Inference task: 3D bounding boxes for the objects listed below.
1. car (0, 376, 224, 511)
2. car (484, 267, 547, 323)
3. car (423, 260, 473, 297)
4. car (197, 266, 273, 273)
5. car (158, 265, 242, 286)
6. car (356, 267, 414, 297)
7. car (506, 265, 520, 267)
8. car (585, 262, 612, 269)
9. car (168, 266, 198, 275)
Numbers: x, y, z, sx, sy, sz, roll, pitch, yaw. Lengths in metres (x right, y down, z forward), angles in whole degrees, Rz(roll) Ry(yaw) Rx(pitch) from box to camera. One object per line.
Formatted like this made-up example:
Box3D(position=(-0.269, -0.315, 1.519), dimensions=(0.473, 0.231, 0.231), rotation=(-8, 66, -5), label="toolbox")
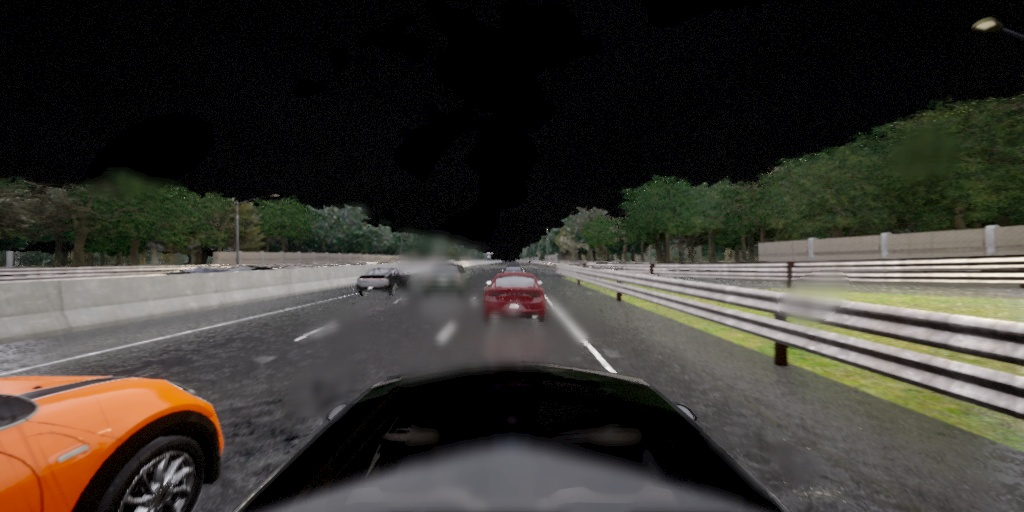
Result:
Box3D(position=(-3.399, 1.097, 1.025), dimensions=(2.097, 1.767, 4.553), rotation=(0, 0, 0), label="car")
Box3D(position=(0.104, 1.306, 12.574), dimensions=(1.882, 1.535, 5.008), rotation=(0, 0, 0), label="car")
Box3D(position=(-3.394, 1.232, 19.881), dimensions=(2.097, 1.767, 4.553), rotation=(0, 0, 0), label="car")
Box3D(position=(-17.582, 1.413, 23.703), dimensions=(1.837, 1.490, 4.892), rotation=(0, 0, 0), label="car")
Box3D(position=(-24.566, 1.492, 28.598), dimensions=(2.033, 1.411, 5.357), rotation=(0, 0, 0), label="car")
Box3D(position=(-6.894, 1.372, 19.900), dimensions=(2.128, 1.511, 4.902), rotation=(0, 0, 0), label="car")
Box3D(position=(0.110, 1.509, 31.108), dimensions=(2.033, 1.411, 5.357), rotation=(0, 0, 0), label="car")
Box3D(position=(10.548, 1.473, 44.211), dimensions=(1.994, 1.385, 4.181), rotation=(0, -1, -19), label="car")
Box3D(position=(-21.080, 1.520, 25.255), dimensions=(1.895, 1.301, 4.718), rotation=(0, 0, 0), label="car")
